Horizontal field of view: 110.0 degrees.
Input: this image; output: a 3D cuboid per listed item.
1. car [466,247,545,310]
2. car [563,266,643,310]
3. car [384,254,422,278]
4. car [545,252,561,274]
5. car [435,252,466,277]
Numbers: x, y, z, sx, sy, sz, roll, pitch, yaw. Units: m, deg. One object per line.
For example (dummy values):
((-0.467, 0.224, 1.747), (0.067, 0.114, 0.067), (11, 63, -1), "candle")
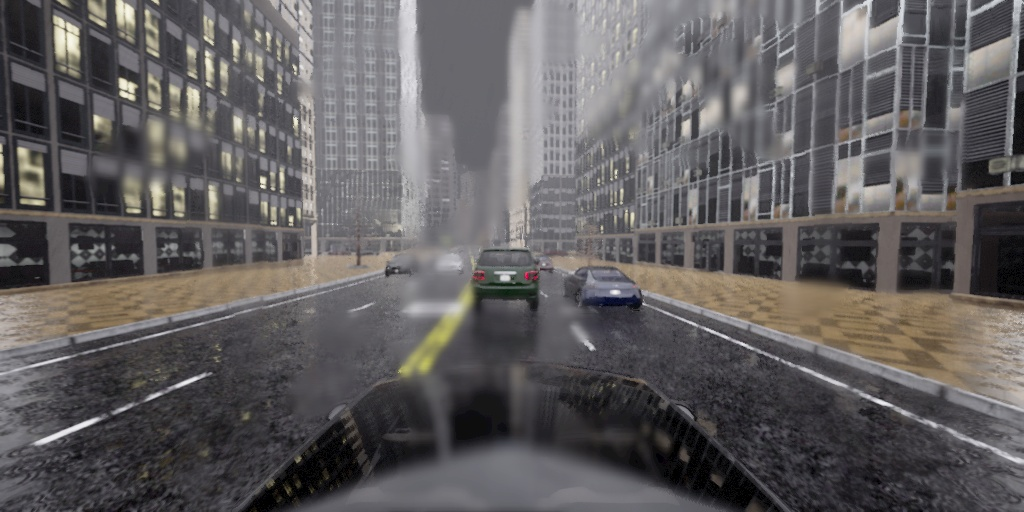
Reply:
((-0.154, 0.678, 13.179), (2.150, 2.045, 5.566), (0, 1, 1), "car")
((3.110, 1.031, 13.026), (1.994, 1.385, 4.181), (0, 2, -2), "car")
((-7.561, 0.647, 25.234), (1.837, 1.490, 4.892), (0, 1, -5), "car")
((2.071, 0.612, 28.503), (2.033, 1.411, 5.357), (0, 2, -5), "car")
((-4.383, 0.646, 26.093), (1.812, 1.442, 4.674), (0, 1, -5), "car")
